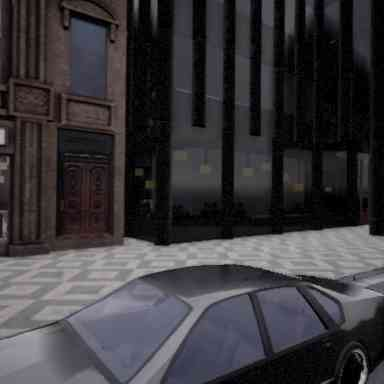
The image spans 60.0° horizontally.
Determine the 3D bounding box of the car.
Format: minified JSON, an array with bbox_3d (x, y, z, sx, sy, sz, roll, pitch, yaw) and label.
[{"bbox_3d":[0.095,1.563,3.438,5.357,1.411,2.033,0,0,-35],"label":"car"}]
